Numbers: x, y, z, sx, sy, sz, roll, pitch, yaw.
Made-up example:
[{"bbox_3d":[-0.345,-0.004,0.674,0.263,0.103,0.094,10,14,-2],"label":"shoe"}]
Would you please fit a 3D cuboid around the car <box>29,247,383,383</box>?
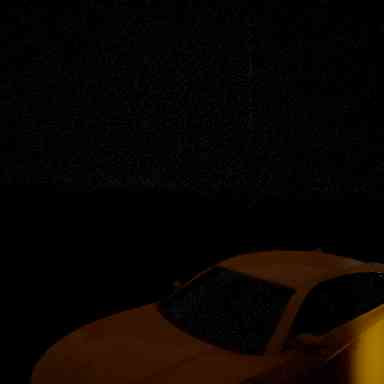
[{"bbox_3d":[0.923,1.479,3.714,5.008,1.535,1.882,-1,1,-35],"label":"car"}]
